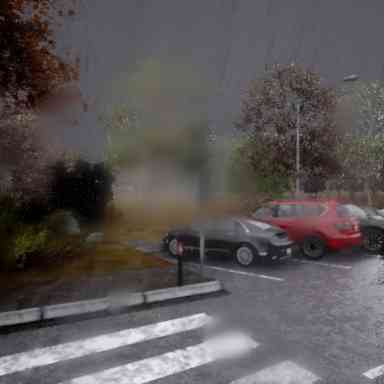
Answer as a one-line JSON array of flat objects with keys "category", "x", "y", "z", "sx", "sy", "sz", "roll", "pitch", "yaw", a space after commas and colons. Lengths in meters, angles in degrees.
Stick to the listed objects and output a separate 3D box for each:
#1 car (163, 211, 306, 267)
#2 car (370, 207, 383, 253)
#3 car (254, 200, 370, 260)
[{"category": "car", "x": 1.104, "y": 1.568, "z": 11.725, "sx": 4.892, "sy": 1.521, "sz": 2.231, "roll": -1, "pitch": -1, "yaw": 39}, {"category": "car", "x": 6.261, "y": 1.372, "z": 14.722, "sx": 5.566, "sy": 2.045, "sz": 2.435, "roll": -1, "pitch": -2, "yaw": 40}, {"category": "car", "x": 3.641, "y": 1.344, "z": 13.255, "sx": 5.566, "sy": 2.045, "sz": 2.435, "roll": -1, "pitch": -1, "yaw": 39}]
